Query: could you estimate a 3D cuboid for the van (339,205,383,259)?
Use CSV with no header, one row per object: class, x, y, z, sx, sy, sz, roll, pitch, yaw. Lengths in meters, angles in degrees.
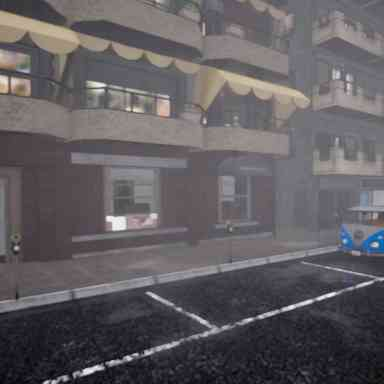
van,6.687,1.340,11.328,3.998,1.788,1.690,0,0,-35
